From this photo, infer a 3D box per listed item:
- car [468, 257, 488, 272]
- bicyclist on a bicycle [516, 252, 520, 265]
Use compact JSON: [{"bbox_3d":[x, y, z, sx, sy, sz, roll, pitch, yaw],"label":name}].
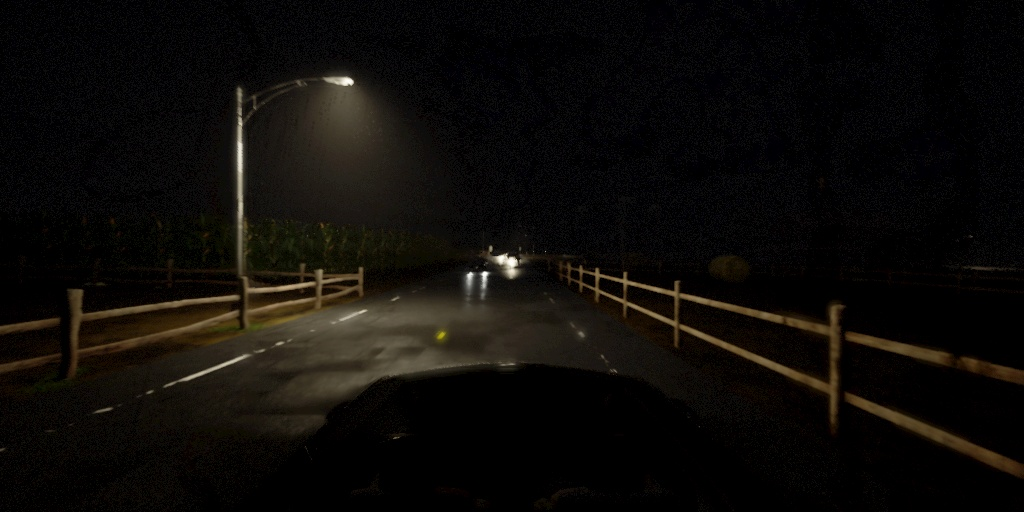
[{"bbox_3d":[-3.601,0.876,38.719,1.837,1.490,4.892,0,1,0],"label":"car"},{"bbox_3d":[0.949,0.453,53.011,0.866,1.612,1.509,0,1,0],"label":"bicyclist on a bicycle"}]
